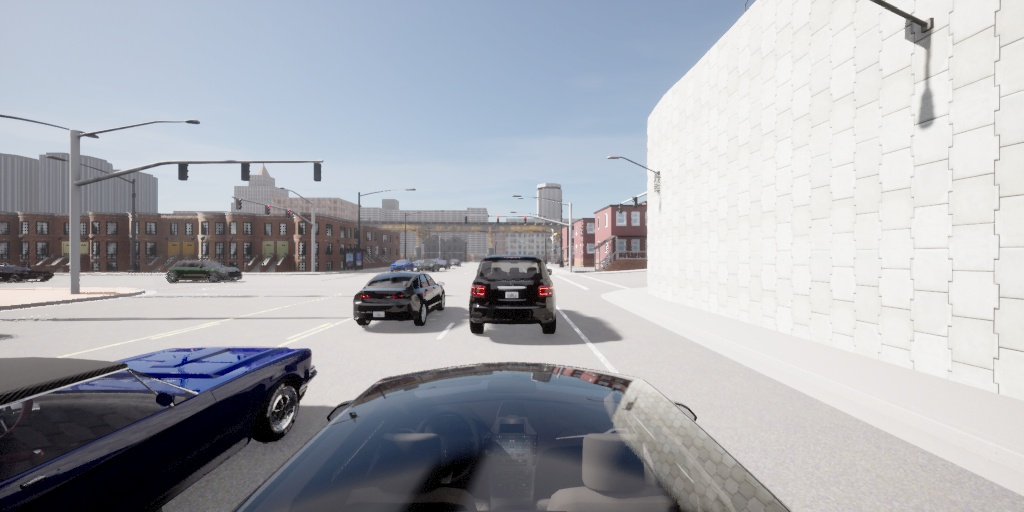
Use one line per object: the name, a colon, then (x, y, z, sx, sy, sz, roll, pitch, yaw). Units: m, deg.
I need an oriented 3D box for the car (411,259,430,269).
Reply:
car: (-14.107, 1.274, 55.665, 1.812, 1.442, 4.674, 0, 0, 0)

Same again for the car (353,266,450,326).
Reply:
car: (-3.423, 1.255, 11.651, 1.837, 1.490, 4.892, 0, 0, 0)

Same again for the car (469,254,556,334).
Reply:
car: (0.061, 0.971, 10.761, 2.150, 2.045, 5.566, 0, 0, 1)

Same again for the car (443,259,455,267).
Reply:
car: (-10.608, 1.297, 55.001, 2.033, 1.411, 5.357, 0, 0, 0)

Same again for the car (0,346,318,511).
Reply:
car: (-3.397, 1.351, 2.397, 1.895, 1.301, 4.718, 0, 0, 0)

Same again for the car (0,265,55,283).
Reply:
car: (-37.850, 1.351, 27.069, 4.718, 1.301, 1.895, 0, 0, 0)

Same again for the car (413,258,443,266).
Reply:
car: (-10.597, 1.102, 45.533, 2.097, 1.767, 4.553, 0, 0, 0)

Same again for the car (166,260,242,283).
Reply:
car: (-23.160, 1.102, 27.129, 4.553, 1.767, 2.097, 0, 0, 0)

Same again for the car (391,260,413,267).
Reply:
car: (-14.111, 1.228, 46.325, 1.882, 1.535, 5.008, 0, 0, 0)
